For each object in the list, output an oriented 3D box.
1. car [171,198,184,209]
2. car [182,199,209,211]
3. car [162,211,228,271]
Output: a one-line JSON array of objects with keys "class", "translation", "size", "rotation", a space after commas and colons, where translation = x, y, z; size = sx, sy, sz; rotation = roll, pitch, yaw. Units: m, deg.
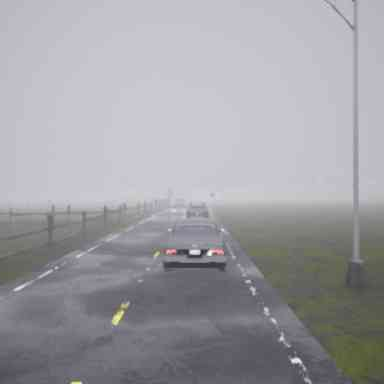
[{"class": "car", "translation": [-1.757, 1.638, 47.031], "size": [1.837, 1.490, 4.892], "rotation": [0, -1, 3]}, {"class": "car", "translation": [0.520, 1.576, 29.616], "size": [2.128, 1.511, 4.902], "rotation": [0, 0, 2]}, {"class": "car", "translation": [0.124, 1.579, 10.955], "size": [2.033, 1.411, 5.357], "rotation": [0, 0, 1]}]
